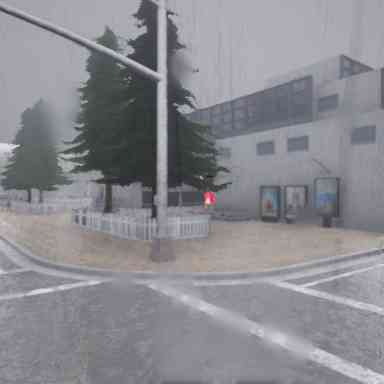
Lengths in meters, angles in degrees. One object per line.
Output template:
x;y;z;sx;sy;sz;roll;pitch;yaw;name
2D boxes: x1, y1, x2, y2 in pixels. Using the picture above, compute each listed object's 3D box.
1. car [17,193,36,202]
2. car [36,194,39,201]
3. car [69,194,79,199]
-32.559;1.279;65.352;1.845;1.501;3.633;0;0;-37;car
-34.600;1.275;73.084;1.970;1.475;3.806;0;0;-37;car
-31.545;1.178;89.062;1.845;1.501;3.633;0;0;-37;car
